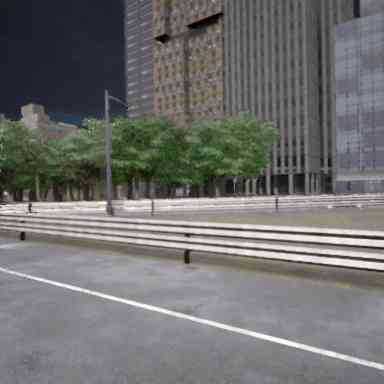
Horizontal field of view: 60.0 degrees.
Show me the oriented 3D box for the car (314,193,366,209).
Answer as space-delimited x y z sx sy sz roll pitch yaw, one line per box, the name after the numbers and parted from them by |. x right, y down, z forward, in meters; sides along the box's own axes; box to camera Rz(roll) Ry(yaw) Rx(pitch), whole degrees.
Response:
14.819 0.922 33.391 5.008 1.535 1.882 -2 -1 -6 | car
